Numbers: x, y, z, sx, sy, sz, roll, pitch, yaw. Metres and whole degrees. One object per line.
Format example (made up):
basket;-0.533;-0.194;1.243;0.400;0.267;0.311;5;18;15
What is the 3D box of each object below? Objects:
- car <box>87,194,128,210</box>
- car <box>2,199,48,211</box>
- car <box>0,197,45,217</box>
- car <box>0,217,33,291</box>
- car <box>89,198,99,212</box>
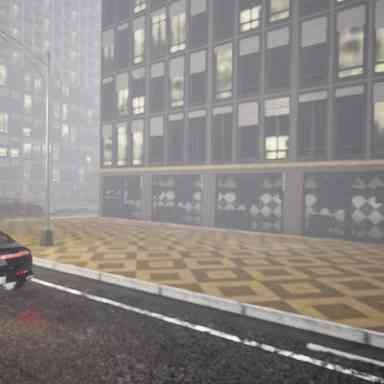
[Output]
car;-12.076;1.381;47.840;2.150;2.045;5.566;1;0;37
car;-20.439;1.545;40.905;1.752;1.417;4.829;1;0;36
car;-16.943;1.441;31.529;2.192;1.841;5.009;1;0;36
car;-5.615;1.466;7.681;4.902;1.511;2.128;0;0;36
car;-10.145;1.753;40.740;1.752;1.417;4.829;1;0;36
